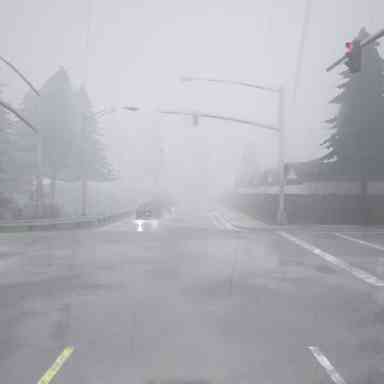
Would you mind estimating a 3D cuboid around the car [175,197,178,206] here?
[{"bbox_3d":[-3.277,1.500,51.408,1.837,1.490,4.892,0,1,5],"label":"car"}]

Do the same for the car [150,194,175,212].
[{"bbox_3d":[-3.606,1.221,39.382,2.150,2.045,5.566,0,0,0],"label":"car"}]

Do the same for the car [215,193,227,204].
[{"bbox_3d":[6.901,1.206,60.911,5.566,2.045,2.150,0,0,-22],"label":"car"}]

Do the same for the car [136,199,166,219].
[{"bbox_3d":[-3.605,1.564,28.833,1.994,1.385,4.181,0,0,0],"label":"car"}]
